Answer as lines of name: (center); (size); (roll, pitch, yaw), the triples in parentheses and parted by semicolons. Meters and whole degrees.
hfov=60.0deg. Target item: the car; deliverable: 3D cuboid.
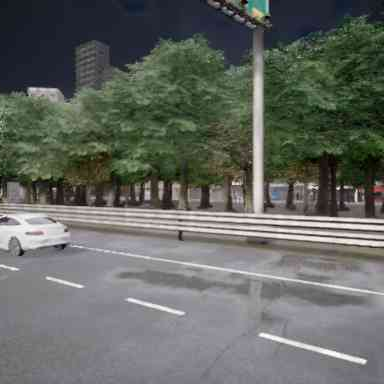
car: (-6.606, 1.535, 12.869); (4.674, 1.442, 1.812); (0, 0, 35)
